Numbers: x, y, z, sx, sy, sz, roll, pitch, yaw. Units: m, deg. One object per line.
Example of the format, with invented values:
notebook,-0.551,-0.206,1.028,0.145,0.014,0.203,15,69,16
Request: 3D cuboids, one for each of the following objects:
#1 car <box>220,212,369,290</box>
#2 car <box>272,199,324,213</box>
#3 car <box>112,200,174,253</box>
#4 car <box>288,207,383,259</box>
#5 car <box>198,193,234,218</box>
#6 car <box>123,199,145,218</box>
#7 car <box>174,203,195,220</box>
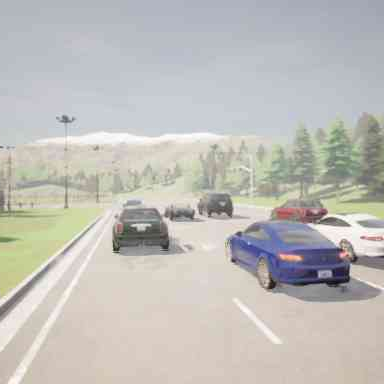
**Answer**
car,2.281,1.487,8.940,1.812,1.442,4.674,0,0,-10
car,6.991,1.245,21.968,2.097,1.767,4.553,-1,0,-11
car,-2.198,1.340,14.028,2.097,1.767,4.553,-1,0,-10
car,5.361,1.454,11.544,1.812,1.442,4.674,0,0,-10
car,2.003,1.140,29.509,2.150,2.045,5.566,-1,0,-11
car,-5.414,1.485,31.025,1.837,1.490,4.892,-1,0,-11
car,-1.093,1.552,27.085,1.895,1.301,4.718,-1,0,-11
